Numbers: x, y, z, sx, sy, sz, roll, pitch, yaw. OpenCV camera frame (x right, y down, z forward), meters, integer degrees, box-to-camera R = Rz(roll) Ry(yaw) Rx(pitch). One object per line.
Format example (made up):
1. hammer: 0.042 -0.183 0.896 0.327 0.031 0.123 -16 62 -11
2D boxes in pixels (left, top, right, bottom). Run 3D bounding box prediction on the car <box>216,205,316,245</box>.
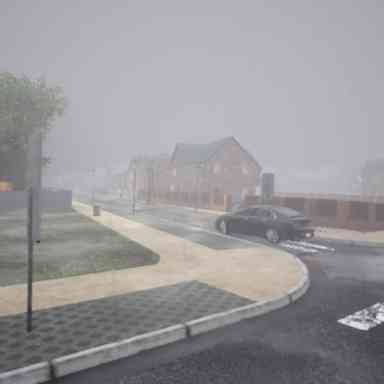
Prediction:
1. car: 3.101 1.348 14.939 1.837 1.490 4.892 0 2 -38
